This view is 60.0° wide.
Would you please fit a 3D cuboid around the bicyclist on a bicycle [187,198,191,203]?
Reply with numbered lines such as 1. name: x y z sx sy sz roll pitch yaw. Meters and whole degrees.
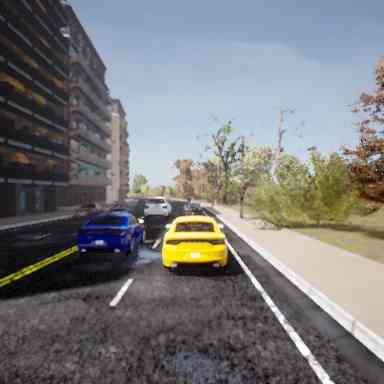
1. bicyclist on a bicycle: -0.417 2.080 73.137 0.582 1.620 1.656 0 -1 -4

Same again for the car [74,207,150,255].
1. car: -3.151 1.596 13.818 1.882 1.535 5.008 0 -1 0

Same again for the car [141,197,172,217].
1. car: -3.152 1.495 31.546 2.150 2.045 5.566 0 -1 0

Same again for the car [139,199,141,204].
1. car: -11.119 2.173 73.699 1.994 1.385 4.181 0 0 -3

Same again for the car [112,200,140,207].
1. car: -6.607 1.763 31.320 2.128 1.511 4.902 0 0 0

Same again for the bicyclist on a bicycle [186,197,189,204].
1. bicyclist on a bicycle: -1.034 2.071 82.187 0.659 1.776 1.843 0 0 -4

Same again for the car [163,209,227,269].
1. car: 0.092 1.576 11.485 1.882 1.535 5.008 0 0 0

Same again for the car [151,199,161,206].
1. car: -7.767 2.176 72.178 1.994 1.385 4.181 0 0 -3

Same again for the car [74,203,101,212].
1. car: -9.849 1.804 32.069 1.812 1.442 4.674 0 -1 0

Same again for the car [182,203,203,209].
1. car: 0.090 1.773 32.513 2.128 1.511 4.902 0 -1 0
